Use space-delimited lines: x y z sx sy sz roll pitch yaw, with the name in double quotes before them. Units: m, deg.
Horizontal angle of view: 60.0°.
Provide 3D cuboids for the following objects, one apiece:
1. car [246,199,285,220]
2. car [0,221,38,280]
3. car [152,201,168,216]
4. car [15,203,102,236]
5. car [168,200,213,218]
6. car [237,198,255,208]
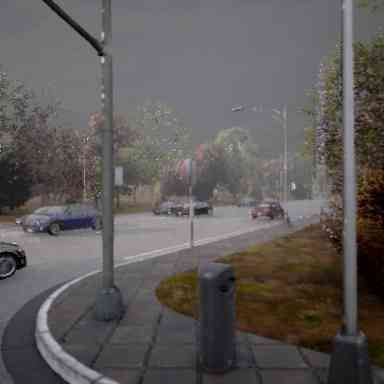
"car" 6.733 1.629 29.196 1.812 1.442 4.674 -1 -1 32
"car" -6.449 1.649 8.306 1.994 1.385 4.181 -1 0 32
"car" -2.204 1.682 34.887 1.837 1.490 4.892 -1 0 32
"car" -7.568 1.496 19.836 2.097 1.767 4.553 -1 0 32
"car" 0.204 1.628 32.147 1.882 1.535 5.008 -1 0 32
"car" 8.703 1.717 51.986 1.837 1.490 4.892 -1 -1 32
